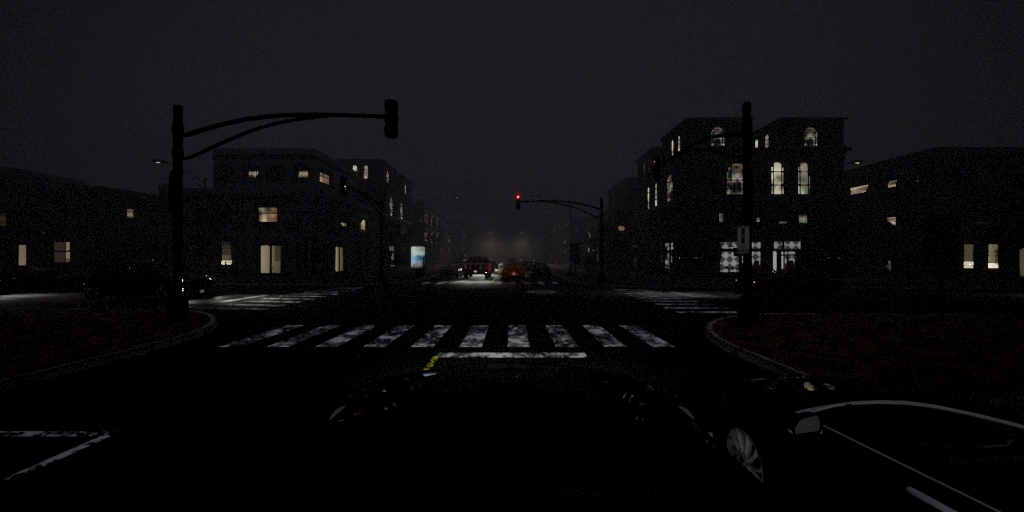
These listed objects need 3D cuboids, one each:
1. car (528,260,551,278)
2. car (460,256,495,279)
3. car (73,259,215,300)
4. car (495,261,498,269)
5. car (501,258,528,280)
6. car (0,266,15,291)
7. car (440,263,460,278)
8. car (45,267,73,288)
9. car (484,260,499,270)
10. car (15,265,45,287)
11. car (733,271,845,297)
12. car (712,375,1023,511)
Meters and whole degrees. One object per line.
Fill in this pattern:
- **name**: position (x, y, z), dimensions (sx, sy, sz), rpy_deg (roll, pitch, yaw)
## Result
- **car**: position (2.684, 1.318, 33.984), dimensions (1.948, 1.339, 4.313), rpy_deg (0, 0, 0)
- **car**: position (-3.118, 0.974, 33.533), dimensions (2.150, 2.045, 5.566), rpy_deg (0, 0, 1)
- **car**: position (-16.484, 1.028, 16.481), dimensions (4.553, 1.767, 2.097), rpy_deg (0, 0, 0)
- **car**: position (-3.102, 1.245, 43.953), dimensions (2.128, 1.511, 4.902), rpy_deg (0, 0, 1)
- **car**: position (0.063, 1.230, 30.827), dimensions (1.882, 1.535, 5.008), rpy_deg (0, 0, -2)
- **car**: position (-26.840, 1.137, 16.607), dimensions (4.892, 1.490, 1.837), rpy_deg (0, 0, 1)
- **car**: position (-5.696, 1.335, 33.995), dimensions (1.802, 1.307, 4.207), rpy_deg (0, 0, 0)
- **car**: position (-25.458, 1.195, 22.373), dimensions (4.829, 1.417, 1.751), rpy_deg (0, 0, 1)
- **car**: position (-3.095, 1.320, 54.162), dimensions (1.994, 1.385, 4.181), rpy_deg (0, 0, 0)
- **car**: position (-30.824, 1.228, 22.455), dimensions (4.207, 1.307, 1.802), rpy_deg (0, 0, 1)
- **car**: position (14.618, 1.436, 19.173), dimensions (4.718, 1.301, 1.895), rpy_deg (0, 0, 1)
- **car**: position (2.691, 1.300, 1.594), dimensions (2.007, 1.370, 4.403), rpy_deg (0, 0, 0)
